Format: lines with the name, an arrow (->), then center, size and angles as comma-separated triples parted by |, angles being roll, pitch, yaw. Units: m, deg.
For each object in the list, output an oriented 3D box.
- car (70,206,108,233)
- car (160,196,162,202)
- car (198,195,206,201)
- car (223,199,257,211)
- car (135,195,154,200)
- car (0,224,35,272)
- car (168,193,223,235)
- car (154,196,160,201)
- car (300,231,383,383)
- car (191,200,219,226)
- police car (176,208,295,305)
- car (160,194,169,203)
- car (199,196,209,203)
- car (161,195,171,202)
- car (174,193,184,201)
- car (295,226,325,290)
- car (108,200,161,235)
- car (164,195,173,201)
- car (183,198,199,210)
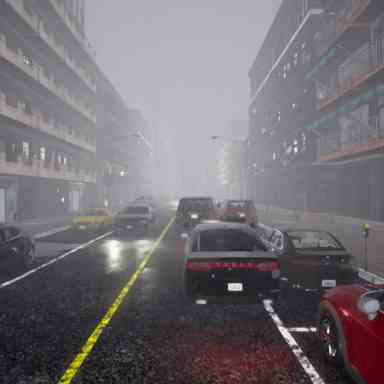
car -> -5.733, 1.524, 19.773 | 1.752, 1.417, 4.829 | 0, 0, 0
car -> -5.796, 1.573, 48.126 | 1.802, 1.307, 4.206 | 0, 0, 0
car -> 2.511, 1.521, 81.958 | 1.887, 1.381, 4.507 | 0, 0, 0
car -> 2.649, 1.314, 19.958 | 2.192, 1.841, 5.009 | 0, 0, 0
car -> -5.770, 1.434, 36.853 | 1.967, 1.590, 4.097 | 0, 0, 0
car -> -5.709, 1.566, 8.670 | 1.947, 1.339, 4.313 | 0, 0, 0
car -> 0.393, 1.212, 18.263 | 2.150, 2.045, 5.566 | -1, 1, 6
car -> -5.782, 1.308, 42.490 | 2.192, 1.841, 5.009 | 0, 0, 0
car -> 2.684, 1.440, 3.049 | 1.967, 1.590, 4.097 | 0, 0, 0
car -> 0.846, 1.453, 24.369 | 1.801, 1.575, 5.366 | 0, 0, 0
police car -> 0.744, 1.423, 8.293 | 1.930, 1.638, 5.238 | 0, 0, 0
car -> -5.843, 1.297, 70.671 | 2.192, 1.841, 5.009 | 0, 0, 0
car -> 2.536, 1.507, 70.856 | 1.752, 1.417, 4.829 | 0, 0, 0
car -> -5.857, 1.419, 76.307 | 1.967, 1.590, 4.097 | 0, 0, 0
car -> -3.181, 1.198, 82.257 | 2.150, 2.045, 5.566 | 0, 0, 0
car -> 2.672, 1.551, 8.685 | 2.008, 1.369, 4.403 | 0, 0, 0
car -> -3.143, 1.476, 19.142 | 1.882, 1.535, 5.008 | 0, 0, 0
car -> -5.869, 1.521, 81.944 | 1.887, 1.381, 4.507 | 0, 0, 0
car -> -0.089, 1.539, 45.190 | 2.033, 1.411, 5.357 | 0, 0, 0
